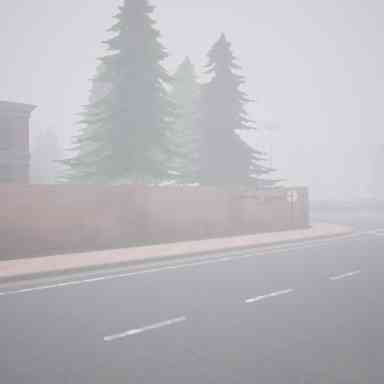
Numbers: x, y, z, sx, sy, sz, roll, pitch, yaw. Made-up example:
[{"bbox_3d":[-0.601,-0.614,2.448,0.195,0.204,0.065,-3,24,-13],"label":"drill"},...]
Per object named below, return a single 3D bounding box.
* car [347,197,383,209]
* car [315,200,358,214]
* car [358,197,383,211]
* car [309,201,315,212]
[{"bbox_3d":[24.836,1.506,47.048,1.837,1.490,4.892,0,0,-35],"label":"car"},{"bbox_3d":[14.833,1.547,36.600,2.033,1.411,5.357,0,0,-35],"label":"car"},{"bbox_3d":[20.827,1.526,40.597,1.812,1.442,4.674,0,0,-35],"label":"car"},{"bbox_3d":[10.572,1.505,36.562,1.837,1.490,4.892,0,0,-35],"label":"car"}]
